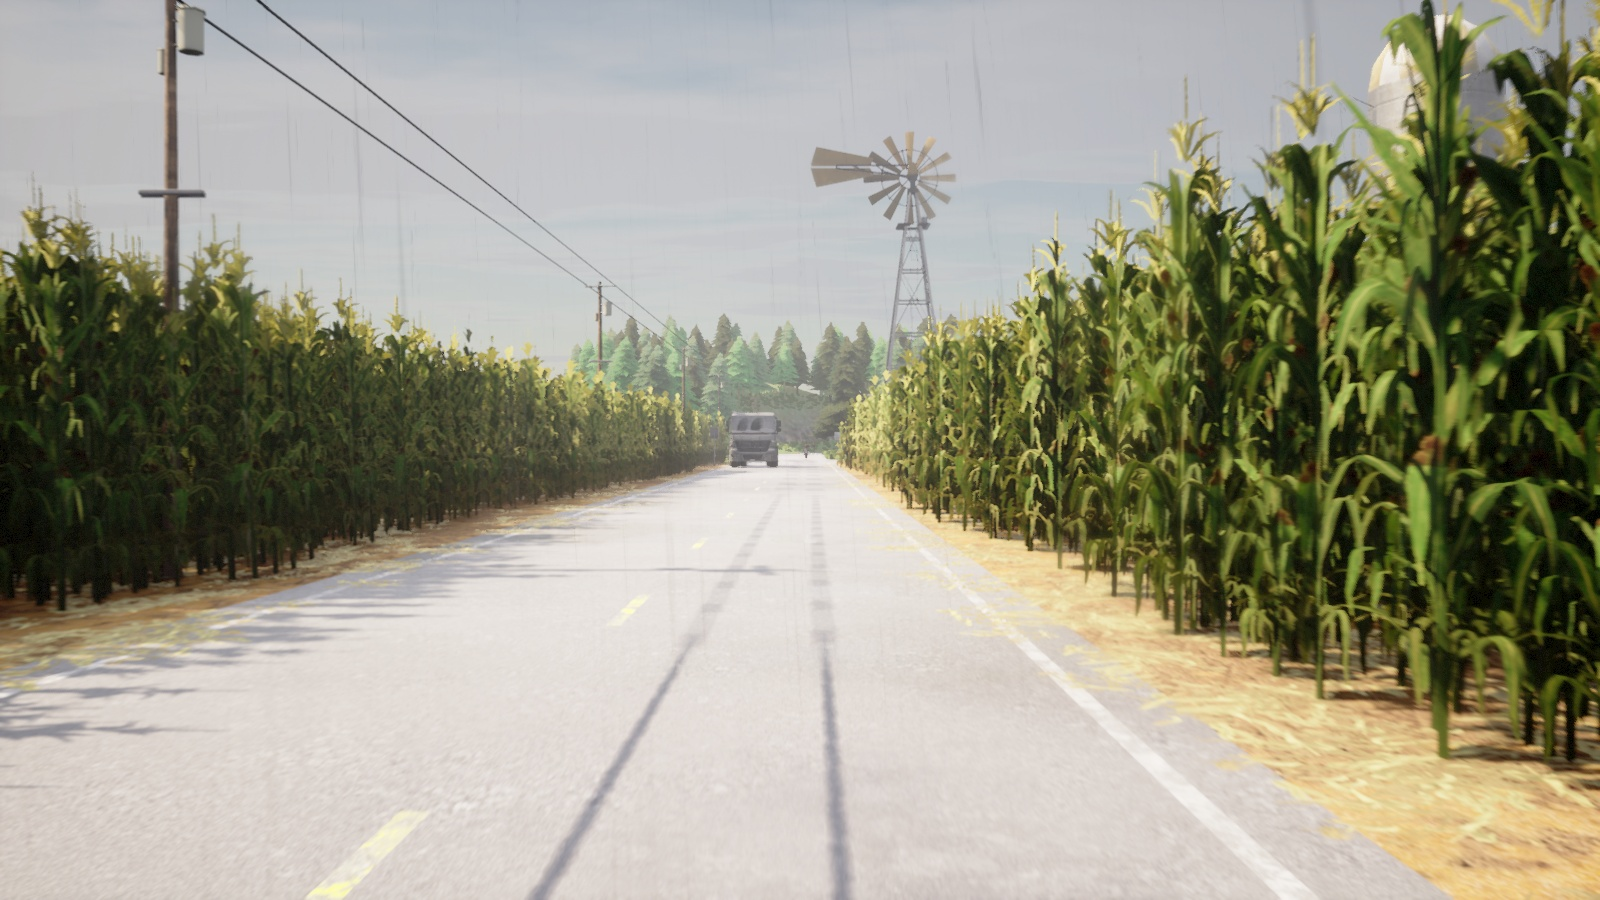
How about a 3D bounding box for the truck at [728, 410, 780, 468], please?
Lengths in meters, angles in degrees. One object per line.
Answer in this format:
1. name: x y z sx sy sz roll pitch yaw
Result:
1. truck: -2.796 -0.677 78.377 2.891 3.462 7.936 0 0 0
